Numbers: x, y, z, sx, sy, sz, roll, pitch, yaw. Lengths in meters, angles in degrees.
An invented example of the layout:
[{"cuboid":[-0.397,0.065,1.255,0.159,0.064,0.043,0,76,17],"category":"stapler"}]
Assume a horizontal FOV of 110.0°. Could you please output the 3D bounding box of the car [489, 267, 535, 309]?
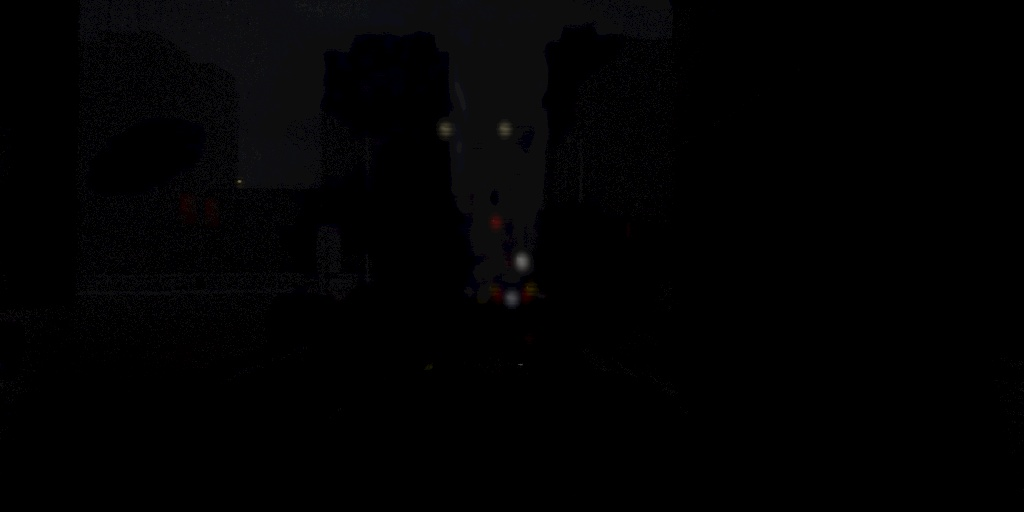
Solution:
[{"cuboid":[0.031,1.411,15.752,1.812,1.442,4.674,0,0,1],"category":"car"}]
